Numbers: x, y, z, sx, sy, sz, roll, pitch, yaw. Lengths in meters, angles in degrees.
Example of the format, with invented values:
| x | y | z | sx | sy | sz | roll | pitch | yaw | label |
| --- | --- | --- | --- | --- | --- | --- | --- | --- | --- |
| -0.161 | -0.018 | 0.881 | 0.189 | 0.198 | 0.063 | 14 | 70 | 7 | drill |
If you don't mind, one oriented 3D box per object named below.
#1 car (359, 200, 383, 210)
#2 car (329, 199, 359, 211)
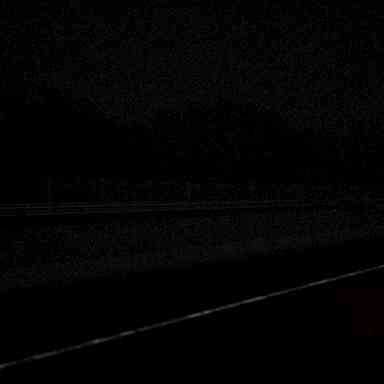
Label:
| x | y | z | sx | sy | sz | roll | pitch | yaw | label |
| --- | --- | --- | --- | --- | --- | --- | --- | --- | --- |
| 19.801 | 1.563 | 34.578 | 4.181 | 1.385 | 1.994 | 0 | 0 | -34 | car |
| 17.758 | 1.543 | 37.430 | 5.357 | 1.411 | 2.033 | 0 | 0 | -34 | car |
